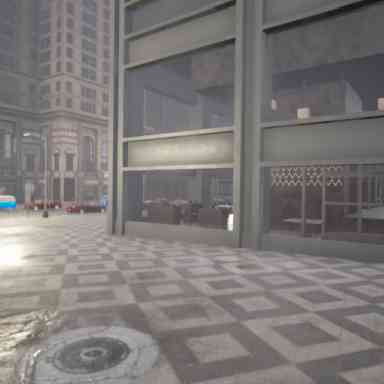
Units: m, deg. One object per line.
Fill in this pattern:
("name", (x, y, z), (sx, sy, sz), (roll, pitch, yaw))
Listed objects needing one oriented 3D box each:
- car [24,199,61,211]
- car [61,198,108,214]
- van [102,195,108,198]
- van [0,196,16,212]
("car", (-18.418, 1.550, 41.231), (1.887, 1.381, 4.507), (1, 0, 35))
("car", (-11.439, 1.696, 36.285), (1.887, 1.381, 4.507), (1, 0, 35))
("van", (-12.045, 1.389, 50.258), (1.690, 1.788, 3.998), (1, 0, 35))
("van", (-21.601, 1.326, 36.716), (1.690, 1.788, 3.998), (1, 0, 35))
